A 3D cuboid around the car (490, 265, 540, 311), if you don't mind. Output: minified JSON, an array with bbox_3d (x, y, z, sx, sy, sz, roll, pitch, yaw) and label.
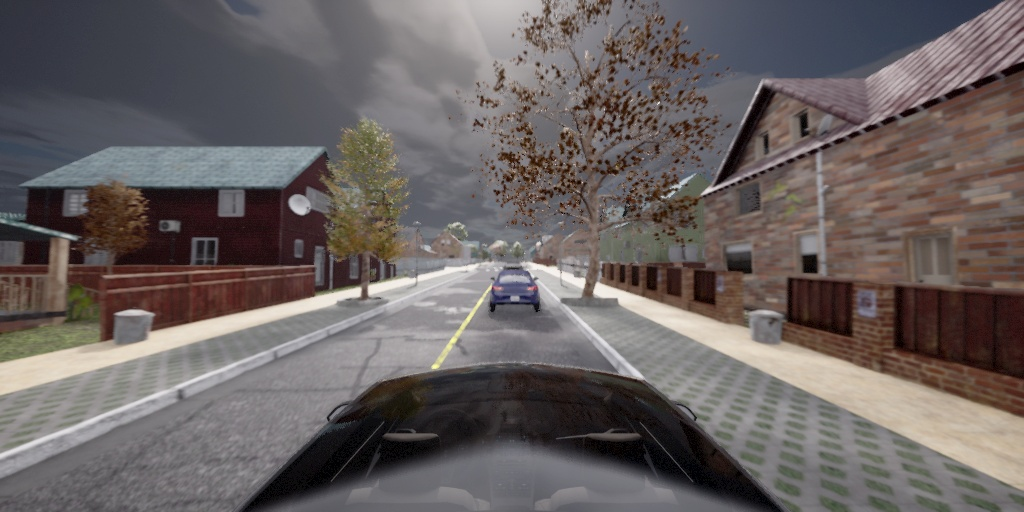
[{"bbox_3d":[0.101,1.264,14.401,1.812,1.442,4.674,0,0,0],"label":"car"}]

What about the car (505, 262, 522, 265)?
[{"bbox_3d":[0.100,1.239,30.704,1.837,1.490,4.892,0,0,0],"label":"car"}]
